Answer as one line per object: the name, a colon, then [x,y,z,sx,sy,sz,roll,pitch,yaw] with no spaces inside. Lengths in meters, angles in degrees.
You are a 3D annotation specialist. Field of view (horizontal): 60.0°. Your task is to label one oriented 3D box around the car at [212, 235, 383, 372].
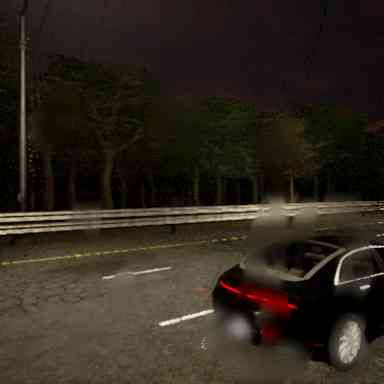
car: [2.584,1.508,5.713,4.892,1.490,1.837,0,0,-36]
